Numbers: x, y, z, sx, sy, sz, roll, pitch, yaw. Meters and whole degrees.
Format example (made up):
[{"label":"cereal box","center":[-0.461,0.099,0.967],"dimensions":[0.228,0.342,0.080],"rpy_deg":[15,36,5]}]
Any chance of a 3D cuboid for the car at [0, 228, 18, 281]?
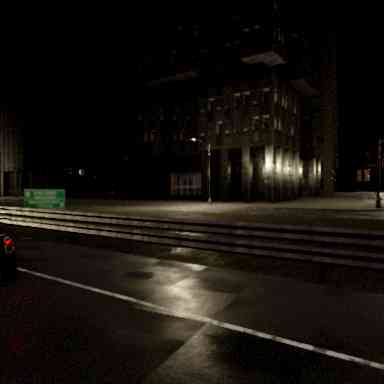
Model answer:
[{"label":"car","center":[-6.490,1.310,8.511],"dimensions":[4.553,1.767,2.097],"rpy_deg":[1,0,36]}]
